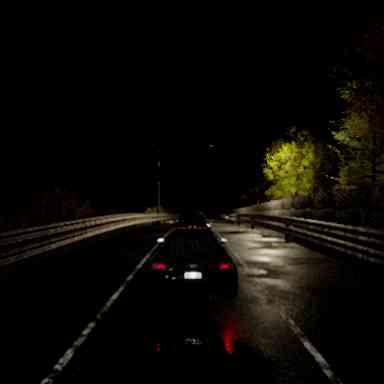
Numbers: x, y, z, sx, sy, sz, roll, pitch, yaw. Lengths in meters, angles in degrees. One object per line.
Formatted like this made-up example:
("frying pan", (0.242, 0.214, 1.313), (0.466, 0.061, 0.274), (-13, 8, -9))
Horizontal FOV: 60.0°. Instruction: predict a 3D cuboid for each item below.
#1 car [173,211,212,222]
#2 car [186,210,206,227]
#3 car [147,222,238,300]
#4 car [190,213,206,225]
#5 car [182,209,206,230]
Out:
("car", (0.028, 1.929, 17.599), (1.837, 1.490, 4.892), (0, -2, 0))
("car", (0.477, 2.850, 36.321), (2.097, 1.767, 4.553), (0, -4, 2))
("car", (0.017, 1.704, 8.733), (1.994, 1.385, 4.181), (0, -1, 0))
("car", (0.889, 3.625, 45.575), (1.882, 1.535, 5.008), (0, -4, 3))
("car", (0.221, 2.472, 30.762), (2.097, 1.767, 4.553), (0, -4, 1))
